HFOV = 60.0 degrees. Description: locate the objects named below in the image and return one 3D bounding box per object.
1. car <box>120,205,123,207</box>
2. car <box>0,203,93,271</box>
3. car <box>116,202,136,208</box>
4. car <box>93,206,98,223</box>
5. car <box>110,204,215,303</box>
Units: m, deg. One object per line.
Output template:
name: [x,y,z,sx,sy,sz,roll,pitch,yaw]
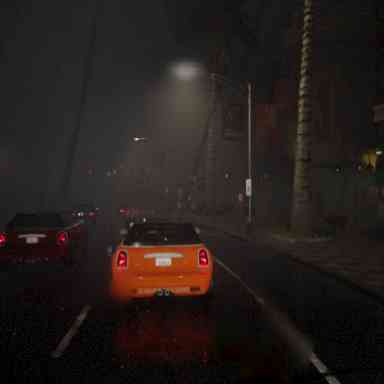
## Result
car: [-2.787,1.614,18.209,1.895,1.301,4.718,0,0,-13]
car: [-4.812,1.360,11.280,2.097,1.767,4.553,0,0,-11]
car: [-5.156,1.545,27.004,1.812,1.442,4.674,0,0,-15]
car: [-8.167,1.566,25.148,2.033,1.411,5.357,0,0,-15]
car: [-0.794,1.358,8.474,2.097,1.767,4.553,0,0,-7]
